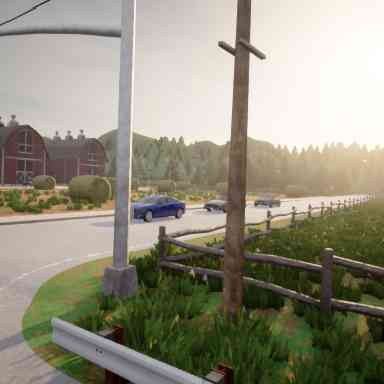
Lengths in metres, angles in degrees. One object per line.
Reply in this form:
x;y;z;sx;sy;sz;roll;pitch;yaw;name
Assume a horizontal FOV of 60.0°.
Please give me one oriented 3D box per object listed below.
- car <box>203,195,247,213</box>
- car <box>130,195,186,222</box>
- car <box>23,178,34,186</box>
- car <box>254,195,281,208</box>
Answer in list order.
3.093;1.000;29.443;2.033;1.411;5.357;3;2;33;car
-2.351;0.947;21.185;1.882;1.535;5.008;3;2;33;car
-38.868;-2.310;79.365;1.905;1.878;3.866;8;2;-13;car
8.614;1.001;37.795;1.994;1.385;4.181;3;2;33;car
